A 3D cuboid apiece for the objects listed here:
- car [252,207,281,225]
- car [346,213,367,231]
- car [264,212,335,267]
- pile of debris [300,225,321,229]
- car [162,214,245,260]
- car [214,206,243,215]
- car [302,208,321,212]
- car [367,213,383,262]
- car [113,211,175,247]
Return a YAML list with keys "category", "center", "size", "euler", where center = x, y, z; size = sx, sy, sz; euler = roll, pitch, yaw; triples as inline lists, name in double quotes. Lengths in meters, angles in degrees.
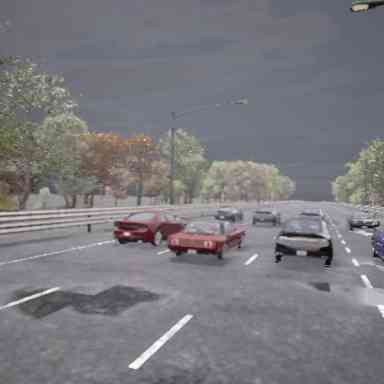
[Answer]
- category: "car"
  center: [6.323, 1.982, 27.903]
  size: [2.128, 1.511, 4.902]
  euler: [1, -1, 21]
- category: "car"
  center: [12.652, 2.191, 24.872]
  size: [1.895, 1.301, 4.718]
  euler: [1, -1, 21]
- category: "car"
  center: [4.297, 1.743, 12.637]
  size: [2.128, 1.511, 4.902]
  euler: [1, -1, 21]
- category: "pile of debris"
  center: [9.175, 2.700, 25.712]
  size: [1.500, 0.140, 1.860]
  euler: [1, -1, 21]
- category: "car"
  center: [0.804, 1.784, 13.314]
  size: [1.895, 1.301, 4.718]
  euler: [1, -1, 21]
- category: "car"
  center: [3.331, 1.976, 29.866]
  size: [1.812, 1.442, 4.674]
  euler: [1, -1, 21]
- category: "car"
  center: [9.600, 2.039, 26.688]
  size: [2.128, 1.511, 4.902]
  euler: [1, -1, 21]
- category: "car"
  center: [7.543, 1.658, 11.317]
  size: [2.097, 1.767, 4.553]
  euler: [1, -1, 21]
- category: "car"
  center: [-1.829, 1.639, 16.198]
  size: [1.882, 1.535, 5.008]
  euler: [1, 0, 21]
